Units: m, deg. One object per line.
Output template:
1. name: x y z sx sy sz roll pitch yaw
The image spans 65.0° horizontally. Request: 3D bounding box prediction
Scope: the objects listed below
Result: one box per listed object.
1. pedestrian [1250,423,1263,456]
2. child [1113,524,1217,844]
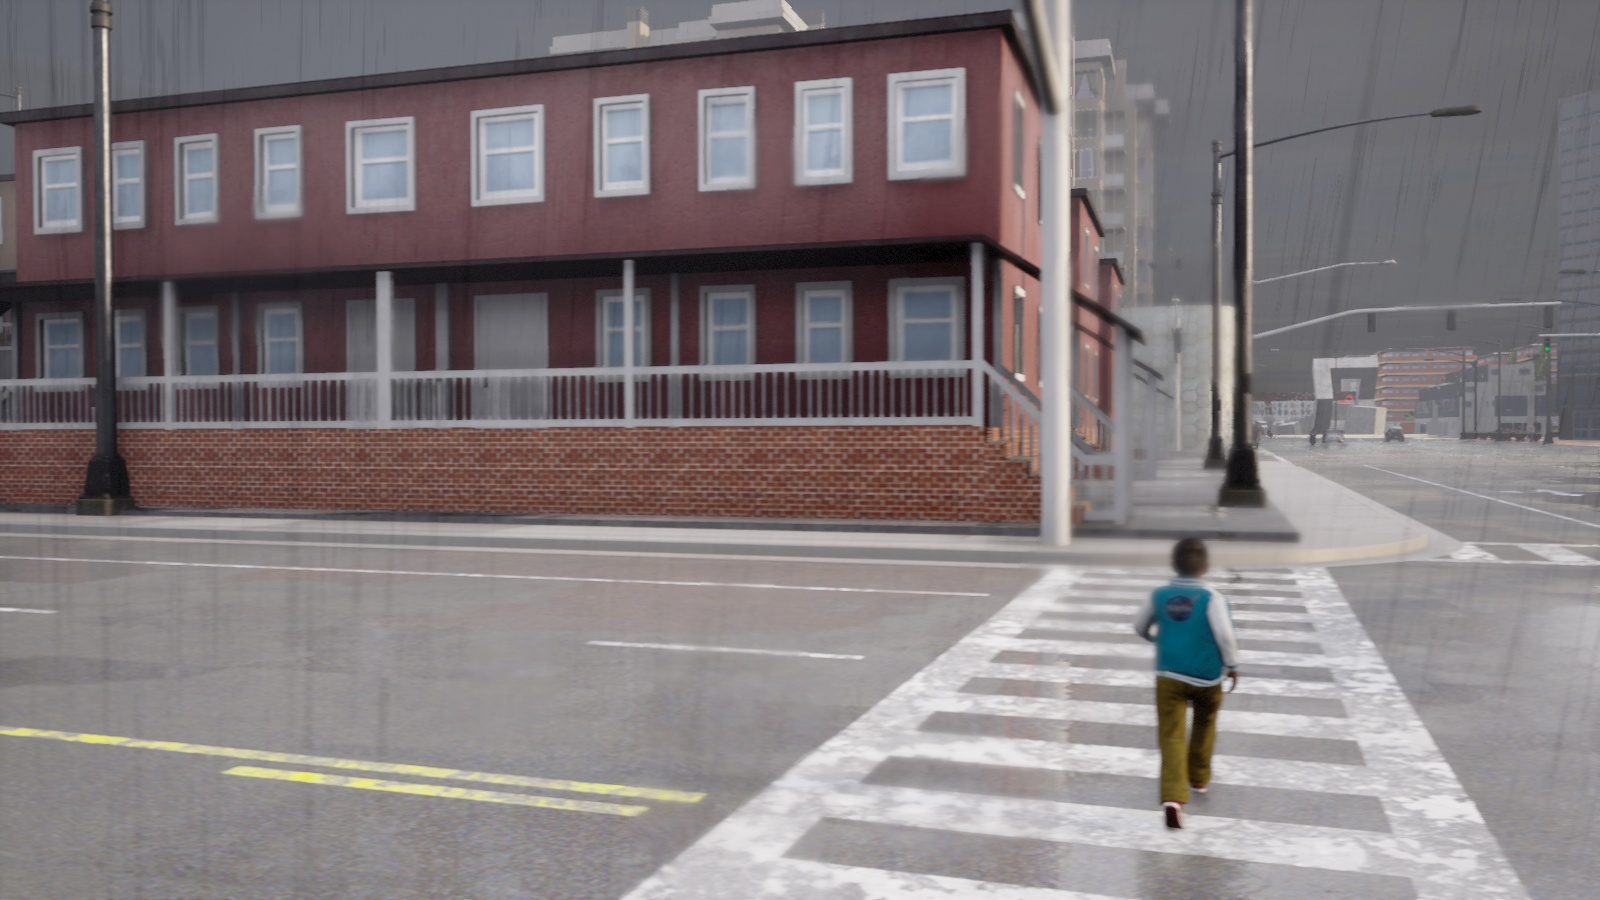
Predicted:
1. pedestrian: 27.611 -0.631 75.968 0.659 1.952 0.873 1 1 19
2. child: 1.485 0.916 5.091 0.343 1.192 0.448 1 1 23
